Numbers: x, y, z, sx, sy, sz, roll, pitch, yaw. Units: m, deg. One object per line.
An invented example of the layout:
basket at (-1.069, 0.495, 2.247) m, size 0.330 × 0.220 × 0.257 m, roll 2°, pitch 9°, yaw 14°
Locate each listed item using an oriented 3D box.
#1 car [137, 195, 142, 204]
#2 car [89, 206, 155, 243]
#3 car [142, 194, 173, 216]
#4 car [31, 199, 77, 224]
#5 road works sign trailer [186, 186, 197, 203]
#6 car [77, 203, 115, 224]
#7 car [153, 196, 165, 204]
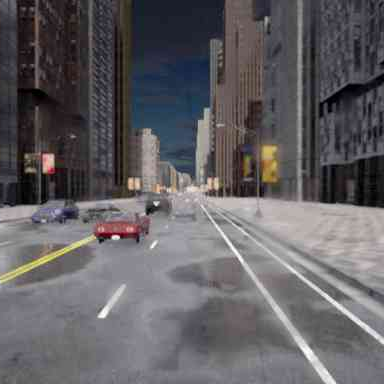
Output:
car at (-9.751, 1.390, 66.456) m, size 2.097 × 1.767 × 4.553 m, roll 0°, pitch 0°, yaw 0°
car at (-3.149, 1.586, 15.980) m, size 1.895 × 1.301 × 4.718 m, roll 0°, pitch 0°, yaw 0°
car at (-3.146, 1.198, 32.155) m, size 2.150 × 2.045 × 5.566 m, roll 0°, pitch 0°, yaw 0°
car at (-9.845, 1.331, 24.334) m, size 2.097 × 1.767 × 4.553 m, roll 0°, pitch 0°, yaw 0°
road works sign trailer at (-0.013, 0.493, 73.453) m, size 2.380 × 3.560 × 2.880 m, roll -1°, pitch 0°, yaw 1°
car at (-6.596, 1.543, 24.562) m, size 1.994 × 1.385 × 4.181 m, roll 0°, pitch 0°, yaw 0°
car at (-6.502, 1.561, 66.424) m, size 1.812 × 1.442 × 4.674 m, roll 0°, pitch 0°, yaw 0°
